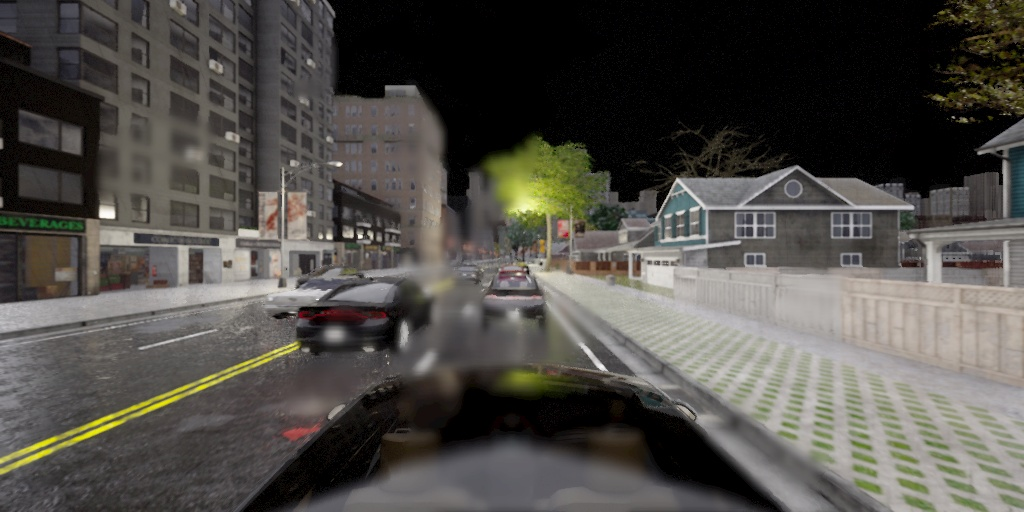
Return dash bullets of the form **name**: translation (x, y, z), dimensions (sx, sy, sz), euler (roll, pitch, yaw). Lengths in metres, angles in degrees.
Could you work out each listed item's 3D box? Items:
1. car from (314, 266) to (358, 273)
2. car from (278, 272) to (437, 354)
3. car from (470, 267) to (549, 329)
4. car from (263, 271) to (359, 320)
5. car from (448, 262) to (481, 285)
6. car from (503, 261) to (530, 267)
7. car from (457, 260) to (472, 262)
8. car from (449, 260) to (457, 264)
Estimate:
- **car**: translation (-9.894, 1.317, 19.907), dimensions (1.882, 1.535, 5.008), euler (0, 0, 0)
- **car**: translation (-3.165, 1.264, 8.868), dimensions (1.882, 1.535, 5.008), euler (0, 0, 0)
- **car**: translation (0.076, 1.291, 11.463), dimensions (2.128, 1.511, 4.902), euler (0, 0, 0)
- **car**: translation (-6.628, 1.408, 13.032), dimensions (1.895, 1.301, 4.718), euler (0, 0, 0)
- **car**: translation (-3.211, 1.416, 27.236), dimensions (2.033, 1.411, 5.357), euler (0, 0, 0)
- **car**: translation (0.041, 1.340, 25.903), dimensions (1.882, 1.535, 5.008), euler (0, 0, 0)
- **car**: translation (-6.711, 1.471, 53.665), dimensions (1.837, 1.490, 4.892), euler (0, 0, 0)
- **car**: translation (-9.946, 1.492, 62.833), dimensions (2.128, 1.511, 4.902), euler (0, 0, 0)
